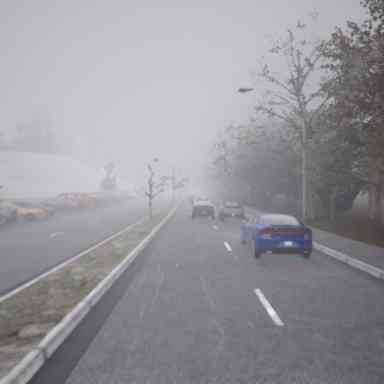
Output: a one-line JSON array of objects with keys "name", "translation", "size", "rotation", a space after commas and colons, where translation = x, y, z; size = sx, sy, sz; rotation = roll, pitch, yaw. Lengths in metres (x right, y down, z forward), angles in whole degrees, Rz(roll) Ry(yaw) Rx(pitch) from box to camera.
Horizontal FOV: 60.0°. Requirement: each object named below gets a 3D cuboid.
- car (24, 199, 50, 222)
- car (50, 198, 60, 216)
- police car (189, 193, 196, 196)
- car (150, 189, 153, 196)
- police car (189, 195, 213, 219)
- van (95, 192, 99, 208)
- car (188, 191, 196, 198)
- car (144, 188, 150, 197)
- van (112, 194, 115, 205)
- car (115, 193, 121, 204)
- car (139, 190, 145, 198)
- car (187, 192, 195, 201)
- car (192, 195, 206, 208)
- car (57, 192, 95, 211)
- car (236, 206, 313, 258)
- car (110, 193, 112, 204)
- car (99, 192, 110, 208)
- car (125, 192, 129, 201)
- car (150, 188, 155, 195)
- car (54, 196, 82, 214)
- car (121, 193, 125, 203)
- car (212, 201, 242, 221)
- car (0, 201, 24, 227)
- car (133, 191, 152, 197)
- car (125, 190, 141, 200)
[{"name": "car", "translation": [-13.708, 1.478, 24.698], "size": [5.366, 1.575, 1.946], "rotation": [-1, 0, -20]}, {"name": "car", "translation": [-13.852, 1.494, 27.625], "size": [4.792, 1.488, 2.163], "rotation": [-1, 0, -20]}, {"name": "police car", "translation": [0.885, 1.284, 38.632], "size": [1.930, 1.638, 5.238], "rotation": [0, 1, 0]}, {"name": "car", "translation": [-13.694, 0.685, 87.555], "size": [5.366, 1.575, 1.946], "rotation": [-1, 1, -20]}, {"name": "police car", "translation": [0.889, 1.388, 28.635], "size": [1.930, 1.638, 5.238], "rotation": [0, 0, 0]}, {"name": "van", "translation": [-13.771, 1.114, 39.593], "size": [4.442, 1.987, 1.878], "rotation": [-1, 0, -20]}, {"name": "car", "translation": [-0.031, 0.684, 80.100], "size": [1.882, 1.535, 5.008], "rotation": [0, 1, 0]}, {"name": "car", "translation": [-13.844, 0.551, 81.498], "size": [5.566, 2.045, 2.435], "rotation": [-1, 1, -20]}, {"name": "van", "translation": [-13.986, 1.006, 48.454], "size": [4.442, 1.987, 1.878], "rotation": [-1, 1, -20]}, {"name": "car", "translation": [-13.846, 1.067, 51.490], "size": [4.553, 1.767, 2.185], "rotation": [-1, 1, -20]}, {"name": "car", "translation": [-14.040, 0.890, 75.410], "size": [5.366, 1.575, 1.946], "rotation": [-1, 1, -20]}, {"name": "car", "translation": [-0.025, 1.010, 65.101], "size": [1.882, 1.535, 5.008], "rotation": [0, 1, 0]}, {"name": "car", "translation": [0.882, 1.264, 44.524], "size": [1.882, 1.535, 5.008], "rotation": [0, 1, 0]}, {"name": "car", "translation": [-13.907, 1.128, 36.550], "size": [5.566, 2.045, 2.435], "rotation": [-1, 1, -20]}, {"name": "car", "translation": [3.068, 1.502, 12.935], "size": [1.882, 1.535, 5.008], "rotation": [0, -1, 1]}, {"name": "car", "translation": [-13.869, 1.268, 45.517], "size": [4.892, 1.521, 2.231], "rotation": [-1, 1, -20]}, {"name": "car", "translation": [-13.854, 1.053, 42.546], "size": [5.566, 2.045, 2.435], "rotation": [-1, 1, -20]}, {"name": "car", "translation": [-13.847, 1.147, 57.482], "size": [4.792, 1.488, 2.163], "rotation": [-1, 1, -20]}, {"name": "car", "translation": [-13.893, 0.379, 90.477], "size": [5.566, 2.045, 2.435], "rotation": [-1, 1, -20]}, {"name": "car", "translation": [-13.874, 1.450, 33.582], "size": [4.674, 1.452, 2.002], "rotation": [-1, 1, -20]}, {"name": "car", "translation": [-13.869, 1.196, 54.464], "size": [4.674, 1.452, 2.002], "rotation": [-1, 1, -20]}, {"name": "car", "translation": [3.059, 1.467, 26.915], "size": [2.128, 1.511, 4.902], "rotation": [0, 0, 0]}, {"name": "car", "translation": [-13.907, 1.532, 21.629], "size": [4.792, 1.488, 2.163], "rotation": [-1, 0, -20]}, {"name": "car", "translation": [-13.890, 0.592, 93.481], "size": [4.792, 1.488, 2.163], "rotation": [-1, 2, -20]}, {"name": "car", "translation": [-13.844, 0.997, 69.487], "size": [4.792, 1.488, 2.163], "rotation": [-1, 0, -20]}]
